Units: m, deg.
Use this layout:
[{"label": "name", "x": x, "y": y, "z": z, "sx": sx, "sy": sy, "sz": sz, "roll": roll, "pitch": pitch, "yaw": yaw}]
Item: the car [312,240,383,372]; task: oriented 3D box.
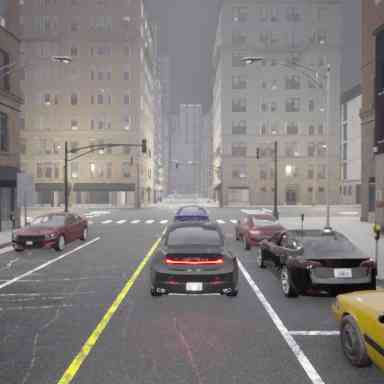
[{"label": "car", "x": 2.858, "y": 1.525, "z": 2.939, "sx": 1.752, "sy": 1.417, "sz": 4.829, "roll": -1, "pitch": 0, "yaw": 0}]

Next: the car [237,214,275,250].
[{"label": "car", "x": 2.830, "y": 1.579, "z": 13.941, "sx": 1.802, "sy": 1.307, "sz": 4.206, "roll": -1, "pitch": 0, "yaw": 0}]

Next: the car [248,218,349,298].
[{"label": "car", "x": 2.845, "y": 1.564, "z": 8.355, "sx": 1.947, "sy": 1.339, "sz": 4.313, "roll": -1, "pitch": 0, "yaw": 0}]

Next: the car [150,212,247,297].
[{"label": "car", "x": 0.048, "y": 1.503, "z": 8.583, "sx": 1.837, "sy": 1.490, "sz": 4.892, "roll": 0, "pitch": 0, "yaw": 0}]

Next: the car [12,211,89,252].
[{"label": "car", "x": -5.715, "y": 1.542, "z": 13.916, "sx": 1.887, "sy": 1.381, "sz": 4.507, "roll": -1, "pitch": 0, "yaw": 0}]

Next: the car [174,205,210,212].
[{"label": "car", "x": -0.012, "y": 1.474, "z": 18.533, "sx": 1.882, "sy": 1.535, "sz": 5.008, "roll": 0, "pitch": 0, "yaw": 0}]
